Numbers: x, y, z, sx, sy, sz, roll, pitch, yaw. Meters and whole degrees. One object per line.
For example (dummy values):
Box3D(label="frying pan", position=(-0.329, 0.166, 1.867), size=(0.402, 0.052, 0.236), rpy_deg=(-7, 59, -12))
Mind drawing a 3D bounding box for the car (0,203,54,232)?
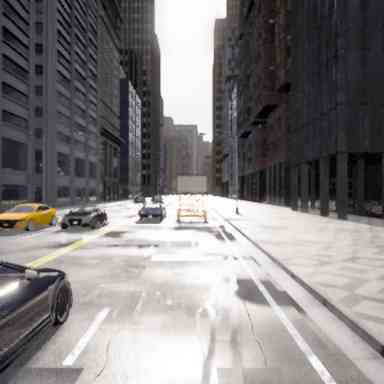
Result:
Box3D(label="car", position=(-9.845, 1.455, 20.099), size=(1.882, 1.535, 5.008), rpy_deg=(0, 0, 0))

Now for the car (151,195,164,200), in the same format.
Box3D(label="car", position=(-6.518, 1.381, 62.500), size=(2.097, 1.767, 4.553), rpy_deg=(0, 0, 1))

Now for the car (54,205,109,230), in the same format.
Box3D(label="car", position=(-6.595, 1.541, 20.768), size=(1.994, 1.385, 4.181), rpy_deg=(0, 0, 0))

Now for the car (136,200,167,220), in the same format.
Box3D(label="car", position=(-3.146, 1.578, 27.433), size=(1.895, 1.301, 4.718), rpy_deg=(0, 0, 0))

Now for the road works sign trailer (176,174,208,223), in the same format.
Box3D(label="road works sign trailer", position=(0.004, 0.441, 25.510), size=(2.380, 3.560, 2.880), rpy_deg=(0, 0, 0))

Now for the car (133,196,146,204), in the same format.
Box3D(label="car", position=(-9.764, 1.532, 62.330), size=(1.837, 1.490, 4.892), rpy_deg=(0, 0, 1))

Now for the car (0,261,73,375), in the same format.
Box3D(label="car", position=(-3.150, 1.558, 4.368), size=(1.994, 1.385, 4.181), rpy_deg=(0, 0, 0))
